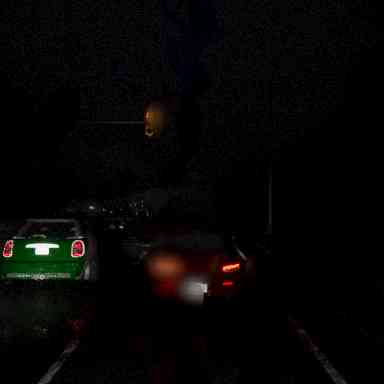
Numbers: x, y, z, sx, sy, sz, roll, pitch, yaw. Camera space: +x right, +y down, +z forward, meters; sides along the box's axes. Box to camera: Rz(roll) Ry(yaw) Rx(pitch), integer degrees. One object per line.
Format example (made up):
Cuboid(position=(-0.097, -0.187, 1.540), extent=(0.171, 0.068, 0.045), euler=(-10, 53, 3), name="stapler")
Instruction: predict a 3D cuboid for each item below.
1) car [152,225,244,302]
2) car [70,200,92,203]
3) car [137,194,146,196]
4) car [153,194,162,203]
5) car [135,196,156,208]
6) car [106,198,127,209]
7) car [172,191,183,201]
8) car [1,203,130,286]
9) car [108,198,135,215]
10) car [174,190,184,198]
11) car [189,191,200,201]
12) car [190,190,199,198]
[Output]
Cuboid(position=(0.131, 1.526, 8.145), extent=(1.812, 1.442, 4.674), euler=(0, 0, 0), name="car")
Cuboid(position=(-10.414, 1.491, 30.818), extent=(2.128, 1.511, 4.902), euler=(0, 0, 0), name="car")
Cuboid(position=(-10.065, 1.158, 65.494), extent=(1.895, 1.301, 4.718), euler=(0, 3, 1), name="car")
Cuboid(position=(-6.619, 1.218, 62.031), extent=(2.128, 1.511, 4.902), euler=(0, 3, 1), name="car")
Cuboid(position=(-6.775, 1.601, 47.608), extent=(1.895, 1.301, 4.718), euler=(0, 0, 0), name="car")
Cuboid(position=(-10.290, 1.564, 45.660), extent=(1.994, 1.385, 4.181), euler=(0, 0, 0), name="car")
Cuboid(position=(-2.924, 0.985, 66.399), extent=(1.882, 1.535, 5.008), euler=(0, 3, 1), name="car")
Cuboid(position=(-3.361, 1.352, 9.611), extent=(2.097, 1.767, 4.553), euler=(0, 0, 0), name="car")
Cuboid(position=(-6.911, 1.505, 31.047), extent=(1.837, 1.490, 4.892), euler=(0, 0, 0), name="car")
Cuboid(position=(-2.942, 0.510, 76.509), extent=(2.128, 1.511, 4.902), euler=(0, 3, 0), name="car")
Cuboid(position=(0.578, 0.845, 66.640), extent=(2.097, 1.767, 4.553), euler=(0, 3, 0), name="car")
Cuboid(position=(0.561, 0.473, 76.719), extent=(1.837, 1.490, 4.892), euler=(0, 3, 0), name="car")
